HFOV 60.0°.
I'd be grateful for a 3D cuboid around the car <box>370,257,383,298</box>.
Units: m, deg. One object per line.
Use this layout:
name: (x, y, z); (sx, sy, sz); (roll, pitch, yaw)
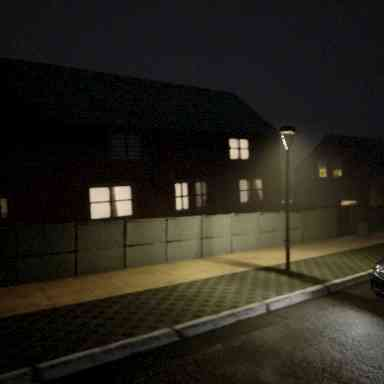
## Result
car: (5.818, 1.532, 7.385); (4.674, 1.442, 1.812); (0, 0, -37)
